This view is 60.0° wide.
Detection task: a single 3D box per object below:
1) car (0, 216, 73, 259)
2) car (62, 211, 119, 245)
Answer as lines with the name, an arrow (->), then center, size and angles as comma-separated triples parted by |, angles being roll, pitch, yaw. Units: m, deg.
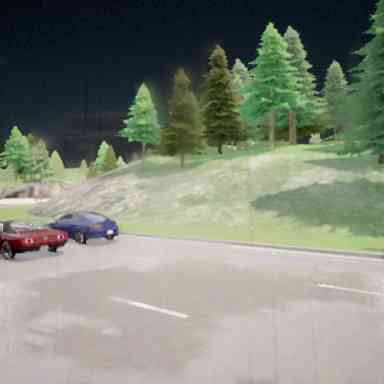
car -> -7.099, 1.746, 13.247 | 4.718, 1.301, 1.895 | -1, 0, 36
car -> -5.595, 1.677, 16.480 | 4.674, 1.442, 1.812 | 0, 0, 36
